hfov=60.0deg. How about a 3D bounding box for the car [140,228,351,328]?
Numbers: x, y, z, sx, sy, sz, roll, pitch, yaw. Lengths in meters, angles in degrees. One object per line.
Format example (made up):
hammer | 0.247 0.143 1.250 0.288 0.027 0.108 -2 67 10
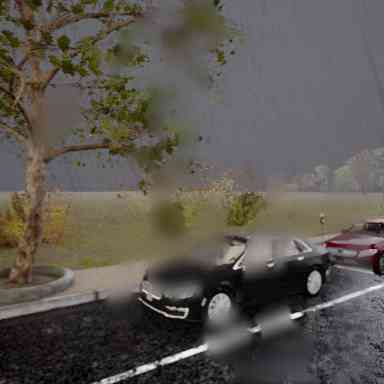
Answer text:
car | 1.068 1.522 6.851 4.403 1.369 2.008 0 1 -36

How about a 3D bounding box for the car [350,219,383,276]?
car | 5.671 1.518 10.136 4.206 1.307 1.802 0 1 -36
